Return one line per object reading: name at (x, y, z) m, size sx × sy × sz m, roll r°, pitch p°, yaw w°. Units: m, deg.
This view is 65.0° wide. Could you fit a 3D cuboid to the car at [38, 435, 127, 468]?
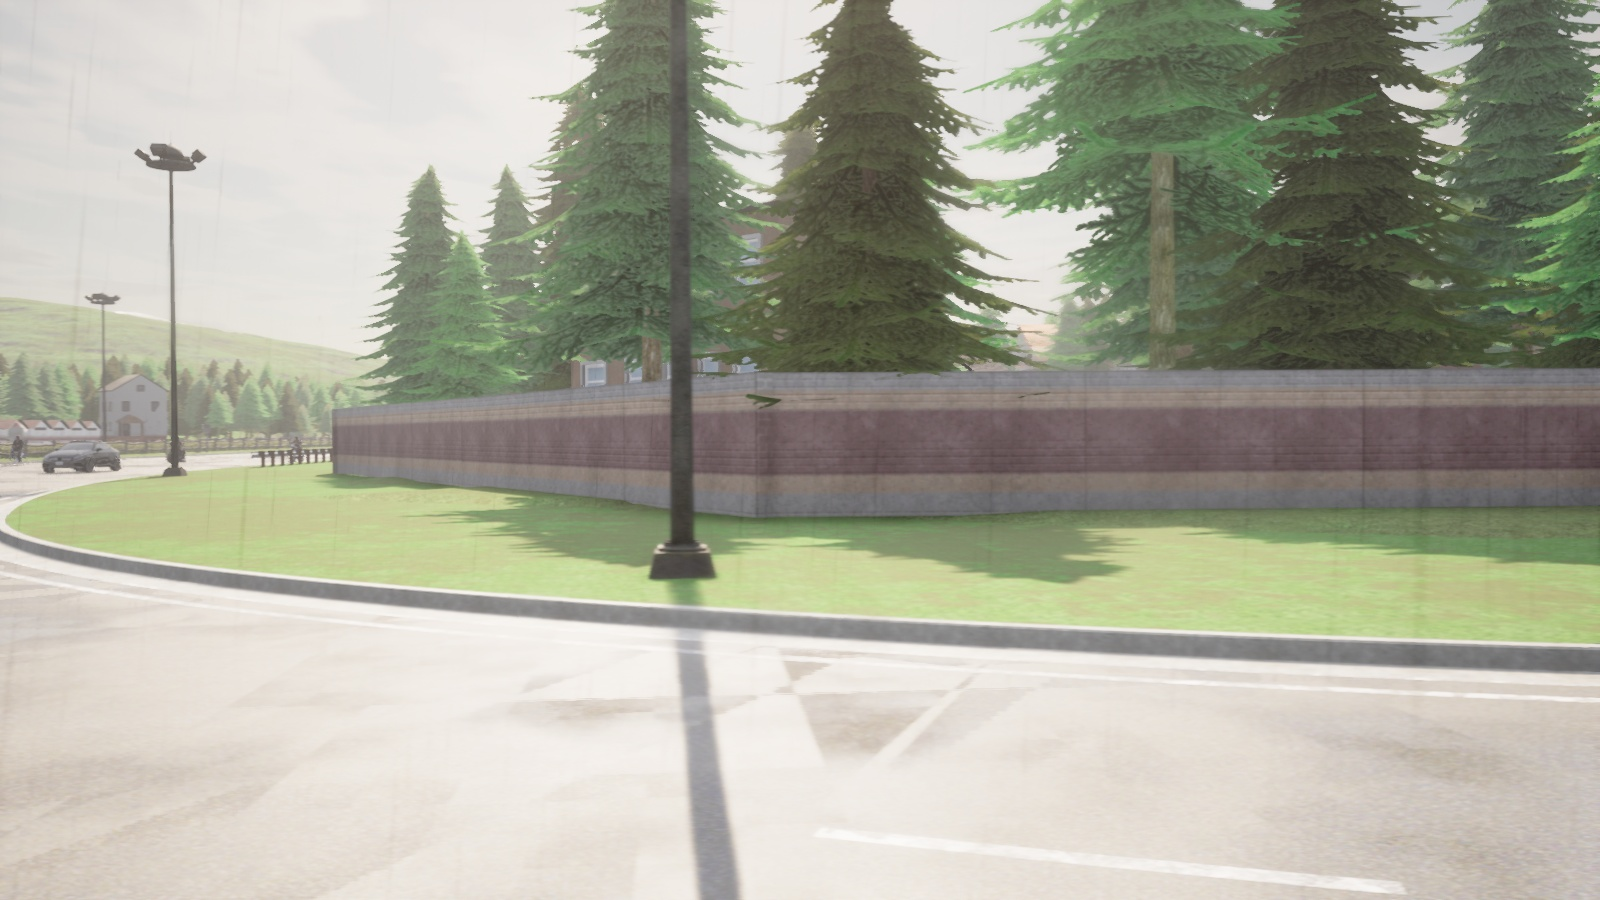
car at (-32.384, 0.046, 56.832) m, size 1.812 × 1.442 × 4.674 m, roll 0°, pitch 1°, yaw -6°
